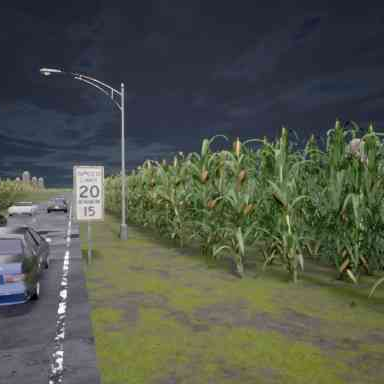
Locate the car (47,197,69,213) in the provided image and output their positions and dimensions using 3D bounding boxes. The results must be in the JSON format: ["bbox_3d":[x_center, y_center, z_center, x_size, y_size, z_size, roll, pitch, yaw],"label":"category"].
[{"bbox_3d":[-14.656,1.542,36.339,1.994,1.385,4.181,0,0,-19],"label":"car"}]

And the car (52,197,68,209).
[{"bbox_3d":[-18.102,1.469,45.788,1.837,1.490,4.892,0,0,-20],"label":"car"}]

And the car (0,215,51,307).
[{"bbox_3d":[-4.506,1.548,7.909,2.033,1.411,5.357,0,0,-20],"label":"car"}]

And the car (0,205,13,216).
[{"bbox_3d":[-10.818,1.582,17.057,1.994,1.385,4.181,0,0,-20],"label":"car"}]

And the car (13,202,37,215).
[{"bbox_3d":[-15.990,1.607,31.543,1.895,1.301,4.718,0,0,-19],"label":"car"}]
